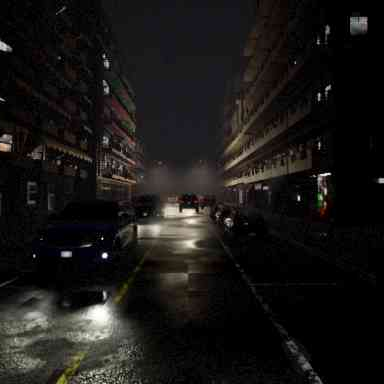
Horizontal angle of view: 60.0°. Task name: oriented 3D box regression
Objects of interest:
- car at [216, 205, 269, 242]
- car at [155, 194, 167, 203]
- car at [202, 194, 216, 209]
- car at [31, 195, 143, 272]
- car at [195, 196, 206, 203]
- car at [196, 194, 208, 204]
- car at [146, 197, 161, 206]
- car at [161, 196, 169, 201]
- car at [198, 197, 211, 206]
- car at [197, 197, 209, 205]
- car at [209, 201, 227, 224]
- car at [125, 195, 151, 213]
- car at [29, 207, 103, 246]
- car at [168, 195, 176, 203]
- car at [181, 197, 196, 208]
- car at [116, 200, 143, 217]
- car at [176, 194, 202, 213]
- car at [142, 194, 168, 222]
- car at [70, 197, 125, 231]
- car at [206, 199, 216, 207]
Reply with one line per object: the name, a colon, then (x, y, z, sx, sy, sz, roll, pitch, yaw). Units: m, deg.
car: (2.520, 1.556, 16.186, 2.008, 1.369, 4.403, 1, 0, -1)
car: (-6.560, 1.354, 71.787, 2.192, 1.841, 5.009, 1, 0, -1)
car: (2.172, 1.334, 44.023, 2.192, 1.841, 5.009, 1, 0, -1)
car: (-3.218, 1.225, 11.203, 2.150, 2.045, 5.566, 0, 0, -1)
car: (1.817, 1.589, 71.860, 2.008, 1.369, 4.403, 1, 0, -1)
car: (1.890, 1.349, 66.292, 2.192, 1.841, 5.009, 1, 0, -1)
car: (-6.352, 1.593, 55.086, 1.947, 1.339, 4.313, 1, 0, -1)
car: (-6.704, 1.630, 82.922, 1.802, 1.307, 4.206, 1, 0, -1)
car: (2.028, 1.577, 55.157, 2.008, 1.369, 4.403, 1, 0, -1)
car: (1.958, 1.575, 60.724, 1.887, 1.381, 4.507, 1, 0, -1)
car: (2.450, 1.558, 21.753, 2.008, 1.369, 4.403, 1, 0, -1)
car: (-6.138, 1.331, 38.383, 2.192, 1.841, 5.009, 1, 0, -1)
car: (-5.860, 1.550, 16.113, 1.887, 1.381, 4.507, 1, 0, -1)
car: (-3.849, 1.441, 69.106, 2.097, 1.767, 4.553, 0, 0, -1)
car: (-0.483, 1.513, 48.243, 2.128, 1.511, 4.902, 0, 0, -1)
car: (-6.069, 1.538, 32.645, 1.752, 1.417, 4.829, 1, 0, -1)
car: (-0.350, 1.237, 37.759, 2.150, 2.045, 5.566, 0, 0, -1)
car: (-3.415, 1.223, 26.760, 2.150, 2.045, 5.566, 0, 1, -1)
car: (-5.927, 1.323, 21.681, 2.192, 1.841, 5.009, 1, 0, -1)
car: (2.378, 1.535, 27.490, 1.752, 1.417, 4.829, 1, 0, -1)
